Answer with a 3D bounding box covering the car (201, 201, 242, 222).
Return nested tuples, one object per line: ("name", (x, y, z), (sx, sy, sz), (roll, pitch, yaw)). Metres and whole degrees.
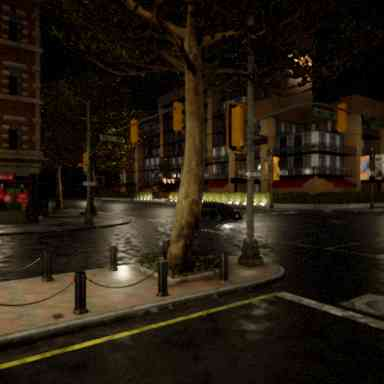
("car", (1.858, 1.524, 26.171), (1.837, 1.490, 4.892), (0, 0, -36))
